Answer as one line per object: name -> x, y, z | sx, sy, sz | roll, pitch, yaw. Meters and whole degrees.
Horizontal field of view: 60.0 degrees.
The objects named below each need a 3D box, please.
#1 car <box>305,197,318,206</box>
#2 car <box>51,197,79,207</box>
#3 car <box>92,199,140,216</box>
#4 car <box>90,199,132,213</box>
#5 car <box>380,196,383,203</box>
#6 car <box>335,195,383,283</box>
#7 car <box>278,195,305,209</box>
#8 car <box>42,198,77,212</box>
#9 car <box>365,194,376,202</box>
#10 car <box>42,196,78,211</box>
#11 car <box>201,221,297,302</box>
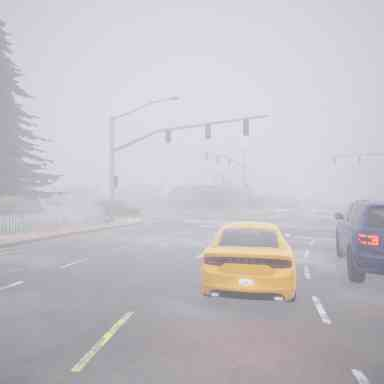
car -> 19.848, 1.526, 55.777 | 1.812, 1.442, 4.674 | 0, 0, 32
car -> -20.515, 1.581, 53.569 | 4.674, 1.442, 1.812 | 0, 0, 32
car -> -7.241, 1.561, 32.706 | 4.892, 1.490, 1.837 | 0, 0, 34
car -> -9.307, 1.561, 38.123 | 4.892, 1.490, 1.837 | 0, 0, 32
car -> 40.485, 1.540, 69.234 | 2.033, 1.411, 5.357 | 0, 0, 31
car -> 5.453, 1.221, 9.459 | 2.150, 2.045, 5.566 | 0, 0, 19
car -> 13.332, 1.547, 45.166 | 2.033, 1.411, 5.357 | 0, 0, 31
car -> -15.106, 1.581, 37.607 | 4.674, 1.442, 1.812 | 0, 0, 32
car -> 42.809, 1.355, 79.739 | 2.097, 1.767, 4.553 | 0, 0, 31
car -> -17.048, 1.407, 42.941 | 4.553, 1.767, 2.097 | 0, 0, 32
car -> 1.490, 1.478, 8.426 | 1.882, 1.535, 5.008 | 0, 0, 12
